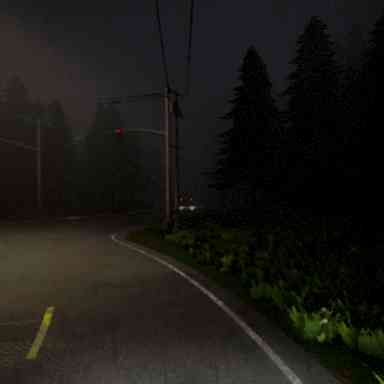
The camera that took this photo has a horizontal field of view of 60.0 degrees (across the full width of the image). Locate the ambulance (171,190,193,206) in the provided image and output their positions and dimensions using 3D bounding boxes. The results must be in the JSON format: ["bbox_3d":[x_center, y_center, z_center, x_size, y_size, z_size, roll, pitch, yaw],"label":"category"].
[{"bbox_3d":[-1.622,0.843,51.387,2.351,2.431,6.366,-1,0,-15],"label":"ambulance"}]
